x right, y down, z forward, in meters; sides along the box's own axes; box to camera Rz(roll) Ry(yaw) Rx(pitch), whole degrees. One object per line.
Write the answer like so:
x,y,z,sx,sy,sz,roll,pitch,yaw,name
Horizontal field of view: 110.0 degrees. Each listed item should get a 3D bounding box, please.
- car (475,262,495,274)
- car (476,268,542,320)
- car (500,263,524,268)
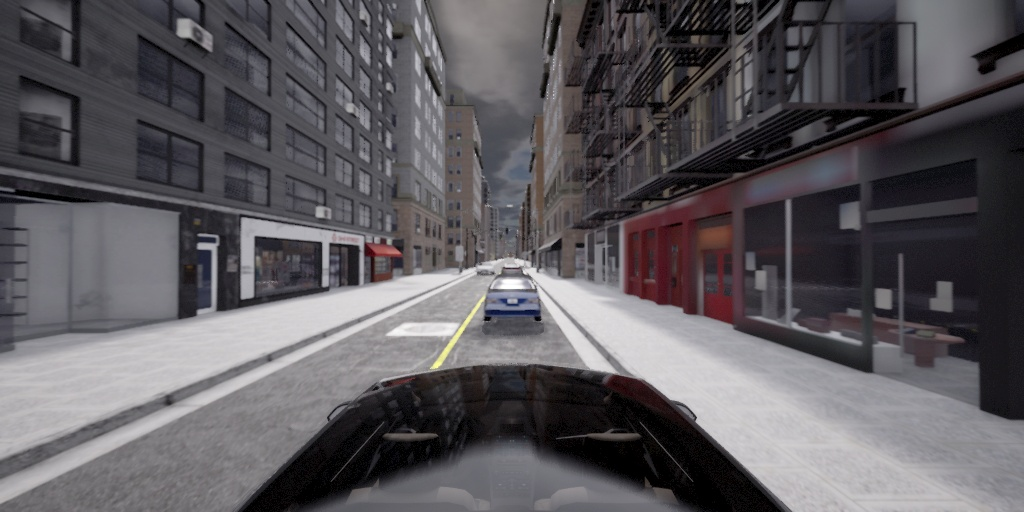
-2.882,1.368,39.709,1.812,1.442,4.674,0,0,0,car
0.031,1.328,12.665,2.033,1.411,5.357,0,0,0,car
0.028,1.316,31.259,2.128,1.511,4.902,0,0,0,car
